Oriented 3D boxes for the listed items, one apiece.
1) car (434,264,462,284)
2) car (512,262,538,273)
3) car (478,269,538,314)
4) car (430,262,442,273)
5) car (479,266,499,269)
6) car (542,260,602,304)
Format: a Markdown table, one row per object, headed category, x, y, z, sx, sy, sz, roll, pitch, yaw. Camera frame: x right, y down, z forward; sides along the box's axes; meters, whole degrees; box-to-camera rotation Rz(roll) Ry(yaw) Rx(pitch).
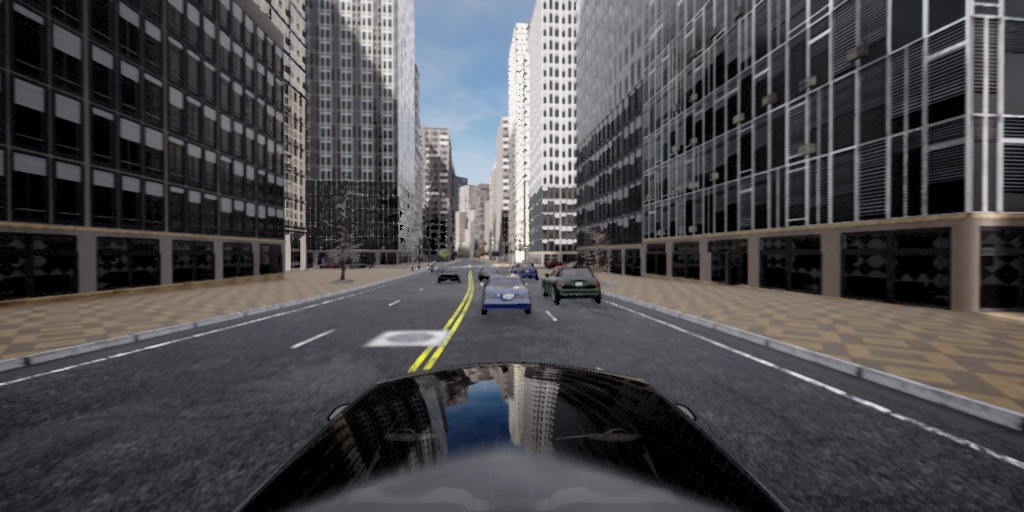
| category | x | y | z | sx | sy | sz | roll | pitch | yaw |
| --- | --- | --- | --- | --- | --- | --- | --- | --- | --- |
| car | -5.163 | 1.620 | 30.123 | 1.895 | 1.301 | 4.718 | 0 | 0 | -7 |
| car | 1.111 | 1.380 | 33.956 | 2.097 | 1.767 | 4.553 | 0 | 0 | -6 |
| car | -0.299 | 1.412 | 14.395 | 2.033 | 1.411 | 5.357 | 0 | -1 | -3 |
| car | -11.184 | 1.726 | 53.708 | 2.128 | 1.511 | 4.902 | 0 | 0 | -6 |
| car | -2.230 | 1.610 | 34.581 | 1.994 | 1.385 | 4.181 | 0 | 0 | -7 |
| car | 2.730 | 1.233 | 17.390 | 2.097 | 1.767 | 4.553 | 0 | -1 | -3 |
